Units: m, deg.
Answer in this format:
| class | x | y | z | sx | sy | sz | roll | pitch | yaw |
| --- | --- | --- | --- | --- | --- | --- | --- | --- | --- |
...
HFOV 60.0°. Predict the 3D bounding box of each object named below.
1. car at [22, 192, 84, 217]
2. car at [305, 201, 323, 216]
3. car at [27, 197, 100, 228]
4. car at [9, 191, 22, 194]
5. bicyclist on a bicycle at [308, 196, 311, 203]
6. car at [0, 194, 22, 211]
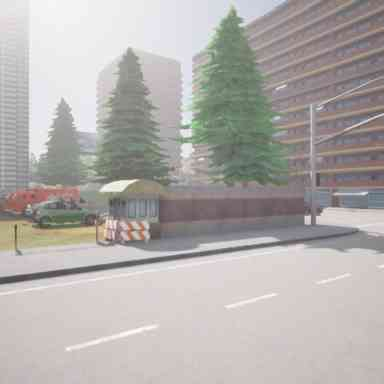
| class | x | y | z | sx | sy | sz | roll | pitch | yaw |
| --- | --- | --- | --- | --- | --- | --- | --- | --- | --- |
| car | -9.978 | 1.172 | 25.162 | 4.605 | 1.855 | 1.932 | 0 | 0 | -35 |
| car | 10.897 | 1.532 | 33.886 | 1.882 | 1.535 | 5.008 | 0 | 0 | -35 |
| car | -7.965 | 1.341 | 21.106 | 3.988 | 1.617 | 1.851 | 0 | 0 | -35 |
| car | -26.258 | 1.204 | 46.298 | 3.866 | 1.878 | 1.905 | 0 | 0 | -35 |
| bicyclist on a bicycle | 16.709 | 1.354 | 46.520 | 1.656 | 1.620 | 0.582 | 0 | 0 | -35 |
| car | -24.986 | 1.394 | 43.773 | 4.193 | 1.474 | 1.816 | 0 | 0 | -35 |
